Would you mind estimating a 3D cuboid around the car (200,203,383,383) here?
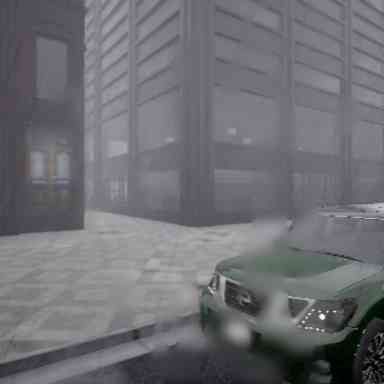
[{"bbox_3d":[2.767,1.227,5.351,5.566,2.045,2.150,0,0,-35],"label":"car"}]
